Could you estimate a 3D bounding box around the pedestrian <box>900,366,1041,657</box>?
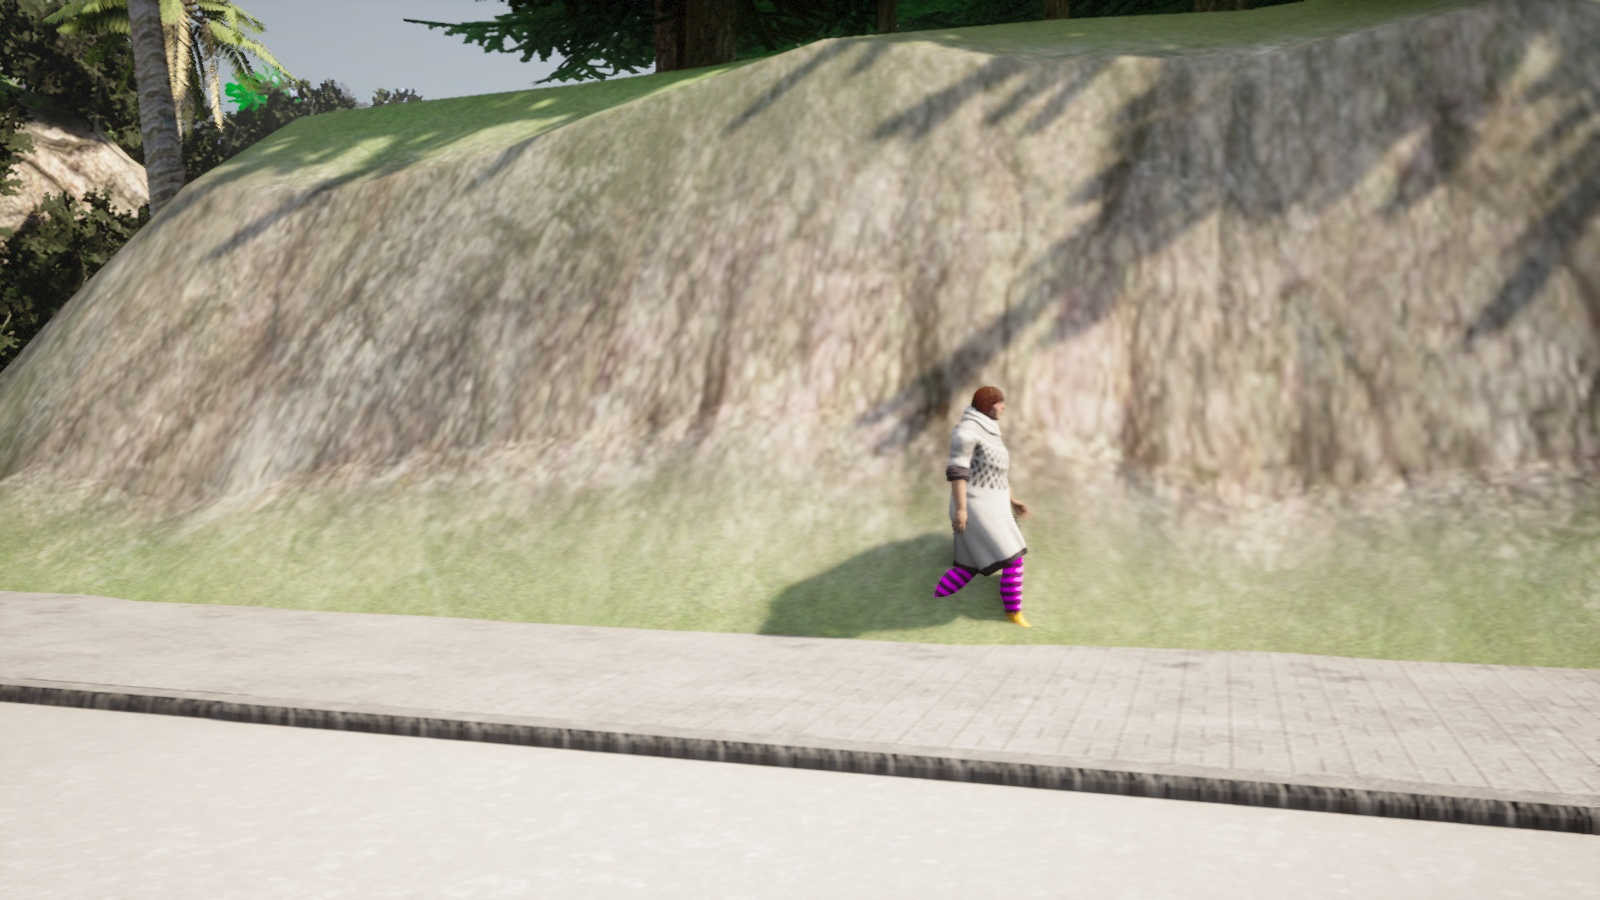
[{"bbox_3d":[1.216,0.408,8.870,0.873,1.952,0.659,0,1,19],"label":"pedestrian"}]
